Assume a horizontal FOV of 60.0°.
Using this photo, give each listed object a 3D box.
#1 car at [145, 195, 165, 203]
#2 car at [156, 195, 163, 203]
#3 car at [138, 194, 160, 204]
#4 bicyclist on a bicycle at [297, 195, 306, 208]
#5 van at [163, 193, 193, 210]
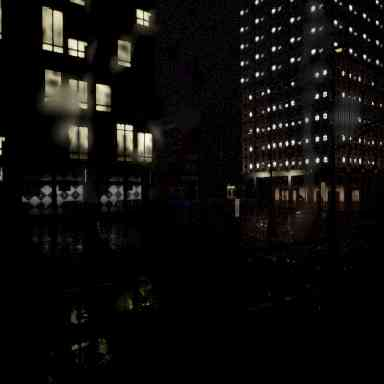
[{"bbox_3d":[-6.996,1.238,63.289,1.887,1.381,4.507,0,0,-34],"label":"car"},{"bbox_3d":[-3.883,1.035,58.707,2.192,1.841,5.009,0,0,-34],"label":"car"},{"bbox_3d":[-7.817,1.204,59.876,1.882,1.535,5.008,-1,1,-34],"label":"car"},{"bbox_3d":[12.917,1.117,39.213,1.656,1.620,0.582,-1,1,-34],"label":"bicyclist on a bicycle"},{"bbox_3d":[-1.474,1.210,40.252,1.690,1.788,3.998,0,0,-34],"label":"van"}]
